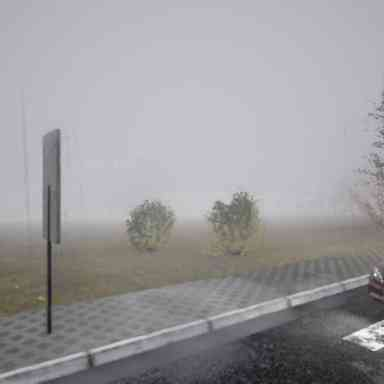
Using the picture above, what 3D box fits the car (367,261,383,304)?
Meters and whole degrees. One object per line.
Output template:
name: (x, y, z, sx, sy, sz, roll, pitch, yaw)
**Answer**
car: (5.662, 1.594, 7.142, 4.674, 1.442, 1.812, 1, 0, -36)
